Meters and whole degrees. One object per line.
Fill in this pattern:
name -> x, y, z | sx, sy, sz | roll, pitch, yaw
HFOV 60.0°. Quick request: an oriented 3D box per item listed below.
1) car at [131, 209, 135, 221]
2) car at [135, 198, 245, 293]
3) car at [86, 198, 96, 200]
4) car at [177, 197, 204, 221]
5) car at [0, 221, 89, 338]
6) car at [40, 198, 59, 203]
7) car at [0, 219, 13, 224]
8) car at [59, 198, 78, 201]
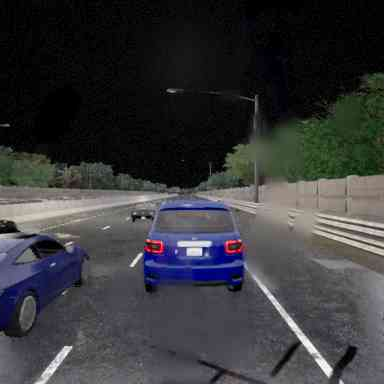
car -> -3.636, 1.626, 26.938 | 1.895, 1.301, 4.718 | 0, 0, -1
car -> 0.022, 1.227, 9.024 | 2.150, 2.045, 5.566 | 0, 0, -1
car -> -18.025, 1.717, 59.369 | 1.895, 1.301, 4.718 | 0, 0, 0
car -> -0.144, 1.380, 28.331 | 2.097, 1.767, 4.553 | 0, 0, -1
car -> -3.465, 1.528, 6.459 | 1.812, 1.442, 4.674 | 0, 0, 0
car -> -25.024, 1.716, 58.823 | 1.895, 1.301, 4.718 | 0, 0, 0
car -> -6.977, 1.227, 9.122 | 2.150, 2.045, 5.566 | 0, 0, -1
car -> -21.527, 1.682, 59.457 | 1.994, 1.385, 4.181 | 0, 0, 0
